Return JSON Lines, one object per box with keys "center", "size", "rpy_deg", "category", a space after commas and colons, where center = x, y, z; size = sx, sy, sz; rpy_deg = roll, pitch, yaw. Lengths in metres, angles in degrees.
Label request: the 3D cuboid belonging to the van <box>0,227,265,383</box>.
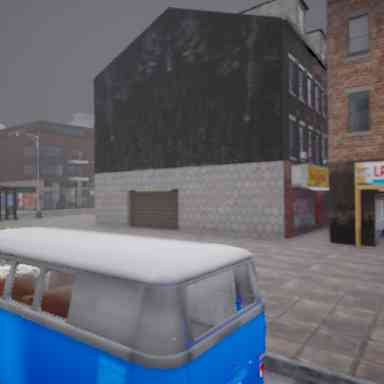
{"center": [-1.195, 1.357, 3.670], "size": [3.998, 1.788, 1.690], "rpy_deg": [0, -1, 36], "category": "van"}
